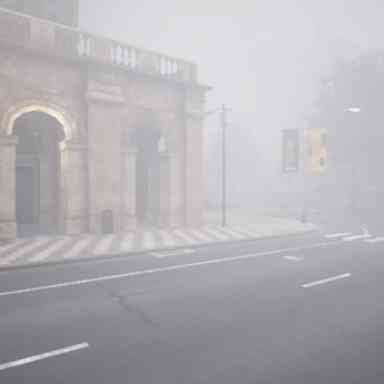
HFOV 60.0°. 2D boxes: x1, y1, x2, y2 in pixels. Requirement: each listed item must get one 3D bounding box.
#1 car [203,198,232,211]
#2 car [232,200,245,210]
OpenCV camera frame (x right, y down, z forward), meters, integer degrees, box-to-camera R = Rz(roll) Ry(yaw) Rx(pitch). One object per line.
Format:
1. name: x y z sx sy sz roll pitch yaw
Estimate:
1. car: 2.450 1.569 42.555 1.837 1.490 4.892 0 0 -35
2. car: 4.986 1.674 45.028 1.895 1.301 4.718 0 0 -35
